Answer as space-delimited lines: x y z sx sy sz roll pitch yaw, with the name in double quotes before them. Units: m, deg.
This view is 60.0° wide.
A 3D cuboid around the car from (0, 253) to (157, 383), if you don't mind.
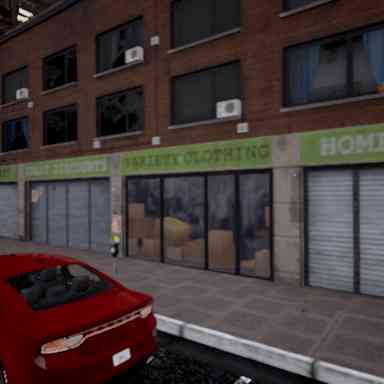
"car" -2.533 1.544 4.687 4.507 1.381 1.887 0 0 35
